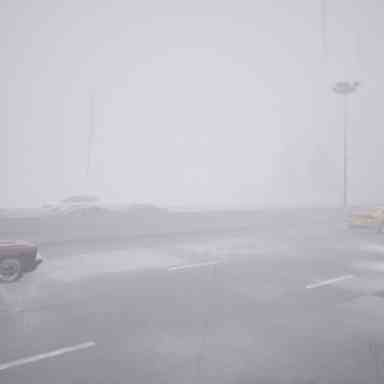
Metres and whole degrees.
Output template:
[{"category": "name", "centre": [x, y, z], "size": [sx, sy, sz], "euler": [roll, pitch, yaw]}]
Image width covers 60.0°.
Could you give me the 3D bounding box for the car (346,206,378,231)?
[{"category": "car", "centre": [11.583, 1.627, 20.614], "size": [5.008, 1.535, 1.882], "euler": [0, 0, -36]}]

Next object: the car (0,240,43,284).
[{"category": "car", "centre": [-6.198, 1.596, 7.924], "size": [4.718, 1.301, 1.895], "euler": [0, 0, -36]}]

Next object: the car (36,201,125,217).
[{"category": "car", "centre": [-7.037, 1.533, 20.437], "size": [4.902, 1.511, 2.128], "euler": [1, 0, -35]}]

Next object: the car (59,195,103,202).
[{"category": "car", "centre": [-10.816, 1.284, 30.617], "size": [5.566, 2.045, 2.150], "euler": [1, 0, -35]}]

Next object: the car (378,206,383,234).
[{"category": "car", "centre": [11.342, 1.482, 16.142], "size": [4.553, 1.767, 2.097], "euler": [1, 0, -36]}]

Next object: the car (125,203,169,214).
[{"category": "car", "centre": [-4.362, 1.629, 26.592], "size": [5.357, 1.411, 2.033], "euler": [1, 0, -35]}]

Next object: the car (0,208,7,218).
[{"category": "car", "centre": [-15.644, 1.479, 22.916], "size": [5.008, 1.535, 1.882], "euler": [0, 0, -35]}]
